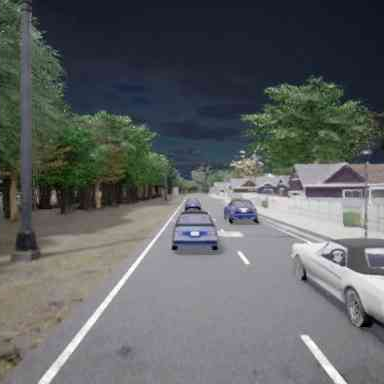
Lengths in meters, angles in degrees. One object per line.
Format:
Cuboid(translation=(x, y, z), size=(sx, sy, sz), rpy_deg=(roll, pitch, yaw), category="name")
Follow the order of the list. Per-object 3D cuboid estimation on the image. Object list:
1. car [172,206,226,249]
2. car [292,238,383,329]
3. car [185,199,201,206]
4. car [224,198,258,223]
Cuboid(translation=(0.106, 1.543, 14.470), size=(2.033, 1.411, 5.357), rpy_deg=(0, 0, 0), category="car")
Cuboid(translation=(3.603, 1.603, 6.902), size=(1.895, 1.301, 4.718), rpy_deg=(0, 0, 0), category="car")
Cuboid(translation=(0.114, 1.498, 41.226), size=(1.994, 1.385, 4.181), rpy_deg=(0, 0, 0), category="car")
Cuboid(translation=(3.610, 1.324, 25.211), size=(2.097, 1.767, 4.553), rpy_deg=(0, 0, 0), category="car")
